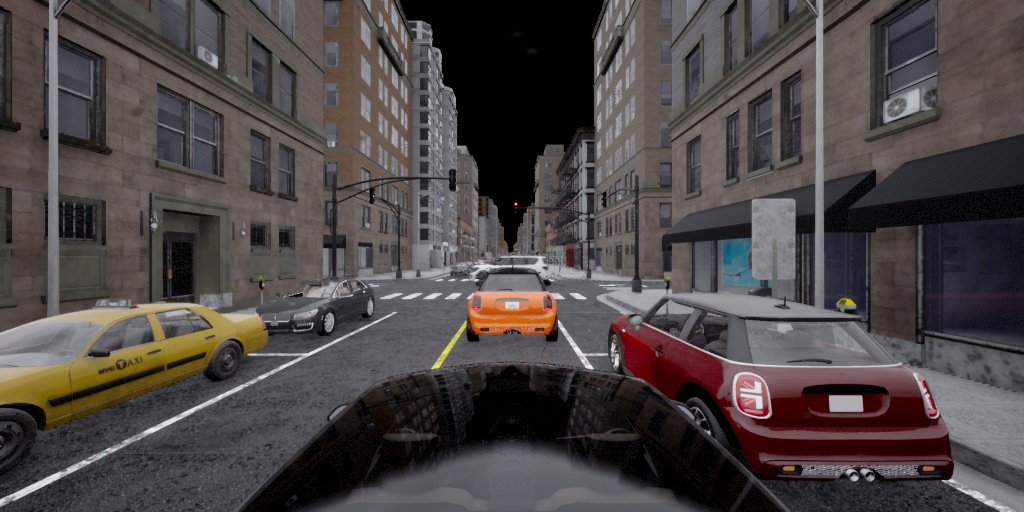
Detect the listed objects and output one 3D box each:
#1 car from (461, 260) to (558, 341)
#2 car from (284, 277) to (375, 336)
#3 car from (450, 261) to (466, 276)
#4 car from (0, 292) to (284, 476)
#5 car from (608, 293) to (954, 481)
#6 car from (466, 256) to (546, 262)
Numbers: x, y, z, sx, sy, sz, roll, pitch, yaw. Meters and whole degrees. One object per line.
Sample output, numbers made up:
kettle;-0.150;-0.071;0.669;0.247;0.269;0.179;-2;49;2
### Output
car;0.024;1.102;9.993;2.097;1.767;4.553;0;0;0
car;-5.375;1.300;10.295;2.007;1.370;4.403;0;0;0
car;-5.333;1.298;37.376;2.007;1.370;4.403;0;0;0
car;-5.383;1.275;4.606;1.751;1.417;4.829;0;0;0
car;2.642;1.190;4.773;1.967;1.591;4.097;0;0;0
car;-0.168;0.978;25.198;5.566;2.045;2.150;0;0;0
